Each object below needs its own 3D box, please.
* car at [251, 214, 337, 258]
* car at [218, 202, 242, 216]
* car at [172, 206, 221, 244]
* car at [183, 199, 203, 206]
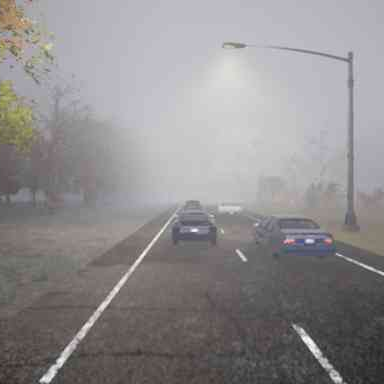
[{"bbox_3d":[3.603,1.553,12.701,2.033,1.411,5.357,0,0,0],"label":"car"},{"bbox_3d":[3.597,1.617,32.321,1.895,1.301,4.718,0,0,0],"label":"car"},{"bbox_3d":[0.099,1.571,15.899,1.994,1.385,4.181,0,0,0],"label":"car"},{"bbox_3d":[0.099,1.522,33.634,1.837,1.490,4.892,0,0,0],"label":"car"}]
